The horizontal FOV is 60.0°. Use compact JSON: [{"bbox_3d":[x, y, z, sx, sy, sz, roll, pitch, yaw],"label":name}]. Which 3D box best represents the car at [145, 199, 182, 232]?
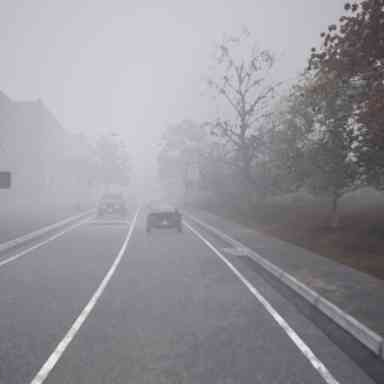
[{"bbox_3d":[-1.702,1.391,19.497,1.882,1.535,5.008,0,1,-7],"label":"car"}]

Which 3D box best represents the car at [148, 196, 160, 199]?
[{"bbox_3d":[-4.625,1.244,40.443,1.812,1.442,4.674,0,1,-8],"label":"car"}]

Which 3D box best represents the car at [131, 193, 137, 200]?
[{"bbox_3d":[-12.218,0.926,68.352,1.837,1.490,4.892,0,0,-8],"label":"car"}]

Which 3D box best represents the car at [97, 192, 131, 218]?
[{"bbox_3d":[-6.630,1.022,28.245,2.150,2.045,5.566,0,0,-8],"label":"car"}]
